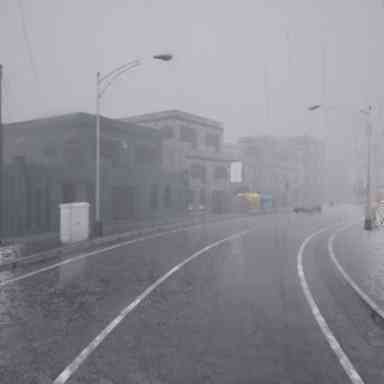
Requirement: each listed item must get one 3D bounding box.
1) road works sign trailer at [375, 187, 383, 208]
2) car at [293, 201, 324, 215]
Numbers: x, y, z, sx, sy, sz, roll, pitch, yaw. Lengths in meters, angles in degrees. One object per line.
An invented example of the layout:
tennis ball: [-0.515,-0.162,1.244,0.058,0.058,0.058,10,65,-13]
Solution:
road works sign trailer: [31.951,0.923,55.396,2.380,3.560,2.880,2,0,38]
car: [12.740,1.683,36.185,2.033,1.411,5.357,2,0,37]
